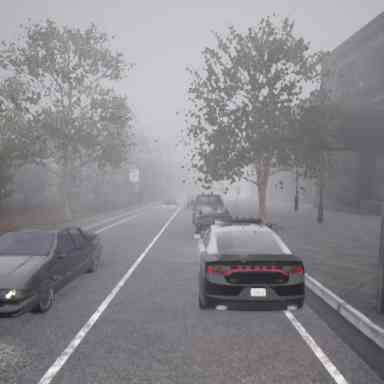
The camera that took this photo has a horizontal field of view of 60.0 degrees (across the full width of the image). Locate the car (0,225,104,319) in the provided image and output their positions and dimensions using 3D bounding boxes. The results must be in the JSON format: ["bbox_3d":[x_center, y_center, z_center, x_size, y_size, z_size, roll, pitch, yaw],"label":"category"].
[{"bbox_3d":[-3.576,1.528,7.824,2.033,1.411,5.357,0,0,0],"label":"car"}]

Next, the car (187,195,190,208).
[{"bbox_3d":[0.219,1.488,45.892,1.895,1.301,4.718,0,0,0],"label":"car"}]

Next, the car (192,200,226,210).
[{"bbox_3d":[1.103,1.434,17.876,1.882,1.535,5.008,0,0,0],"label":"car"}]

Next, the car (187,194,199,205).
[{"bbox_3d":[0.180,1.210,58.143,2.097,1.767,4.553,0,0,1],"label":"car"}]

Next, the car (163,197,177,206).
[{"bbox_3d":[-3.426,1.436,51.914,1.994,1.385,4.181,0,0,0],"label":"car"}]

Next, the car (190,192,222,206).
[{"bbox_3d":[1.120,1.165,23.927,2.150,2.045,5.566,0,0,0],"label":"car"}]

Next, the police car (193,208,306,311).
[{"bbox_3d":[1.074,1.406,7.937,1.930,1.638,5.238,0,0,0],"label":"police car"}]
